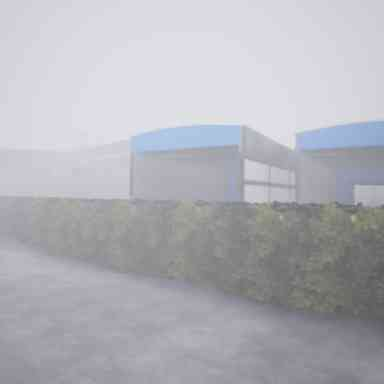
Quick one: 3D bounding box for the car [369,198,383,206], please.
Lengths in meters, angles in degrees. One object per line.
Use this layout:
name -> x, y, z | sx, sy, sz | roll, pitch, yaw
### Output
car -> 29.421, 2.067, 52.413 | 3.633, 1.501, 1.845 | 1, -1, -43
